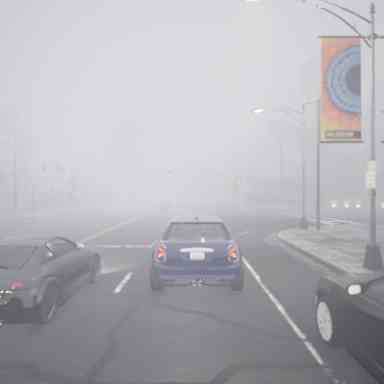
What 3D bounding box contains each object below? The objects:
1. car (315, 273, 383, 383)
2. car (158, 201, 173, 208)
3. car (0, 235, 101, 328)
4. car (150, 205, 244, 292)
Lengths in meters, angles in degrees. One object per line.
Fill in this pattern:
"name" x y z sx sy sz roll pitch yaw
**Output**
"car" 2.904 1.501 3.367 2.097 1.535 5.008 0 0 0
"car" -3.351 1.812 43.328 2.033 1.411 5.357 0 0 0
"car" -3.395 1.609 7.165 1.994 1.385 4.181 0 0 0
"car" 0.110 1.408 9.253 2.097 1.767 4.553 0 0 0
